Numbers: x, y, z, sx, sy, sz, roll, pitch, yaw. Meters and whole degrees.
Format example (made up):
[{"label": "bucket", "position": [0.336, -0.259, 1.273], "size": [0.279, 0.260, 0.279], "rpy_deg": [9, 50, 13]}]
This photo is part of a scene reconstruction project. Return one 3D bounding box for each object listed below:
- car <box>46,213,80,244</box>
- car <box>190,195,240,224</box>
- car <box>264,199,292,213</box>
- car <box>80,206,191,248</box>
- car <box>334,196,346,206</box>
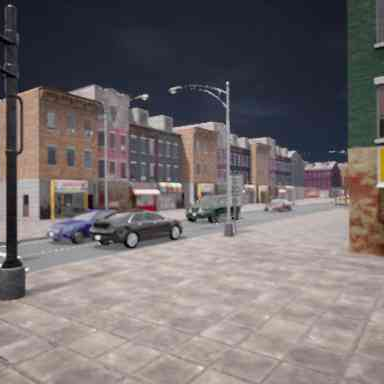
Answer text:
[{"label": "car", "position": [-4.892, 1.616, 16.668], "size": [1.812, 1.442, 4.674], "rpy_deg": [-1, 0, 36]}, {"label": "car", "position": [1.775, 1.253, 26.018], "size": [2.150, 2.045, 5.566], "rpy_deg": [-1, 0, 36]}, {"label": "car", "position": [9.638, 1.489, 37.036], "size": [1.812, 1.442, 4.674], "rpy_deg": [-1, 1, 36]}, {"label": "car", "position": [-2.373, 1.571, 15.286], "size": [1.837, 1.490, 4.892], "rpy_deg": [-1, 0, 35]}, {"label": "car", "position": [23.243, 1.332, 51.098], "size": [1.882, 1.535, 5.008], "rpy_deg": [-1, 0, 35]}]
